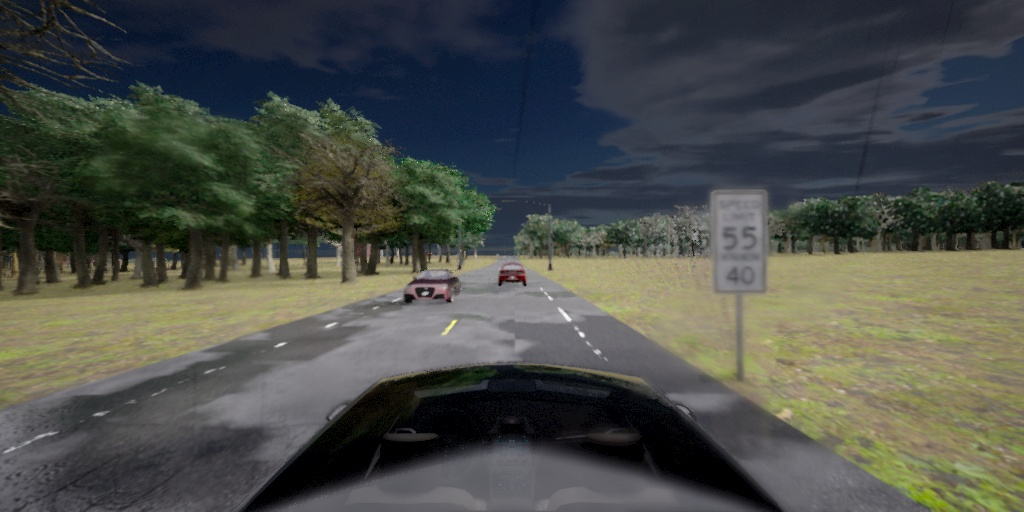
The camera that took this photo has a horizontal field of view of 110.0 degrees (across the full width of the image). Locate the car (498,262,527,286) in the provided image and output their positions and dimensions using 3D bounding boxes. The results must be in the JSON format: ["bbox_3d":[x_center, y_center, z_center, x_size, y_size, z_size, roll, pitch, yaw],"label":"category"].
[{"bbox_3d":[0.041,1.223,25.175,1.882,1.535,5.008,0,0,0],"label":"car"}]

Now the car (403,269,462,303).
[{"bbox_3d":[-3.490,1.306,16.366,1.994,1.385,4.181,0,0,0],"label":"car"}]
